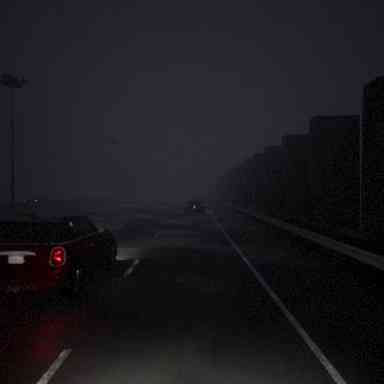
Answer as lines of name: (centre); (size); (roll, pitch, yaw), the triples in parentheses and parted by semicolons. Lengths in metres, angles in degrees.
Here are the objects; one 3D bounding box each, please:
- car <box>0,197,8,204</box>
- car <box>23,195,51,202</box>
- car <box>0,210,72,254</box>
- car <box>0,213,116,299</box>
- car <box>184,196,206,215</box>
car: (-27.554, 1.394, 46.377); (1.994, 1.385, 4.181); (0, 0, 2)
car: (-20.611, 1.190, 44.284); (2.097, 1.767, 4.553); (0, 0, 2)
car: (-6.902, 1.549, 14.173); (1.895, 1.301, 4.718); (0, 0, 0)
car: (-3.402, 1.320, 8.558); (2.097, 1.767, 4.553); (0, 0, 0)
car: (0.293, 1.385, 32.576); (2.163, 1.488, 4.792); (0, 0, 1)
